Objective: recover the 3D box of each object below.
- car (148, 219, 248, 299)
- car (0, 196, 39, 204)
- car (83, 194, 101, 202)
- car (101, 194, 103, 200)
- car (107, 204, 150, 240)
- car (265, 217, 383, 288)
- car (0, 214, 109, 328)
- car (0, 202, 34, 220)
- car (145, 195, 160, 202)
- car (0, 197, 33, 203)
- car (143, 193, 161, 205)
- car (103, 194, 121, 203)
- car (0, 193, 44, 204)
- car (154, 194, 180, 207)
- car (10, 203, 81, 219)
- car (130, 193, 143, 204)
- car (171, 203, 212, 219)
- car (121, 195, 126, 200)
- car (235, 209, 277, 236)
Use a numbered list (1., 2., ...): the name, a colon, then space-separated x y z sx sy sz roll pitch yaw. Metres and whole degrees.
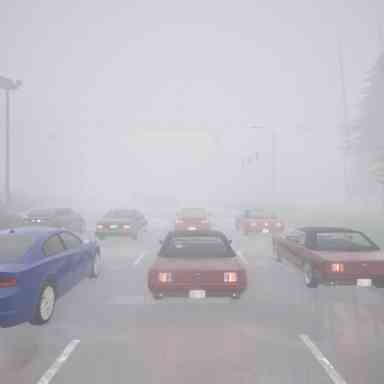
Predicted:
1. car: 0.091 1.601 8.376 1.895 1.301 4.718 0 0 0
2. car: -20.577 1.505 37.918 4.892 1.490 1.837 0 0 -6
3. car: -22.727 1.524 75.479 1.812 1.442 4.674 0 0 -30
4. car: -25.390 1.540 90.253 5.357 1.411 2.033 0 0 42
5. car: -3.429 1.547 16.928 2.033 1.411 5.357 0 0 0
6. car: 3.592 1.601 9.168 1.895 1.301 4.718 0 0 0
7. car: -3.407 1.478 7.118 1.882 1.535 5.008 0 0 0
8. car: -10.436 1.491 16.959 2.128 1.511 4.902 0 0 0
9. car: -9.585 1.540 80.579 2.033 1.411 5.357 0 0 -27
10. car: -19.554 1.525 34.448 4.674 1.442 1.812 0 0 -6
11. car: -5.729 1.223 53.765 2.150 2.045 5.566 1 0 9
12. car: -17.419 1.516 72.320 2.128 1.511 4.902 0 0 -23
13. car: -22.991 1.221 44.765 5.566 2.045 2.150 0 0 -3
14. car: -3.256 1.491 49.086 2.128 1.511 4.902 0 0 19
15. car: -6.935 1.505 16.975 1.837 1.490 4.892 0 0 0
16. car: -10.046 1.223 60.694 2.150 2.045 5.566 1 0 -15
17. car: 0.053 1.526 17.479 1.812 1.442 4.674 0 0 1
18. car: -19.334 1.552 88.978 1.994 1.385 4.181 0 0 -41
19. car: 3.542 1.601 18.336 1.895 1.301 4.718 0 0 -1
